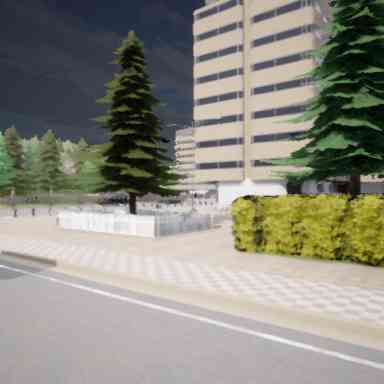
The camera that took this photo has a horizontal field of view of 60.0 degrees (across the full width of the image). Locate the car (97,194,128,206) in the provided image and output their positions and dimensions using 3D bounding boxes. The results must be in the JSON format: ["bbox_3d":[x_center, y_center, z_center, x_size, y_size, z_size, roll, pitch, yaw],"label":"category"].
[{"bbox_3d":[-13.262,1.296,55.838,2.150,2.045,5.566,0,0,36],"label":"car"}]

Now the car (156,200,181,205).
[{"bbox_3d":[-4.317,1.615,62.233,2.033,1.411,5.357,0,0,36],"label":"car"}]
